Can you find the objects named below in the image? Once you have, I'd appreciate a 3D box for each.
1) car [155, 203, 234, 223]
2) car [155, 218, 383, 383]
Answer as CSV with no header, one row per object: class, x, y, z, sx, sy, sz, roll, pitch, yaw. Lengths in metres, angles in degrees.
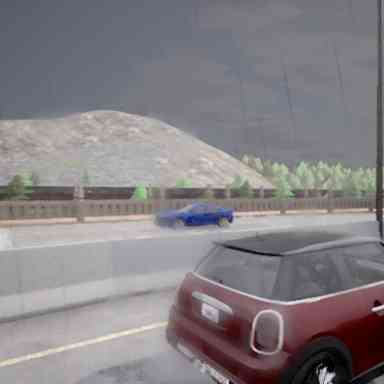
car,0.206,1.423,20.225,5.008,1.535,1.882,0,0,-29
car,1.977,1.345,4.808,4.553,1.767,2.097,0,0,-33
